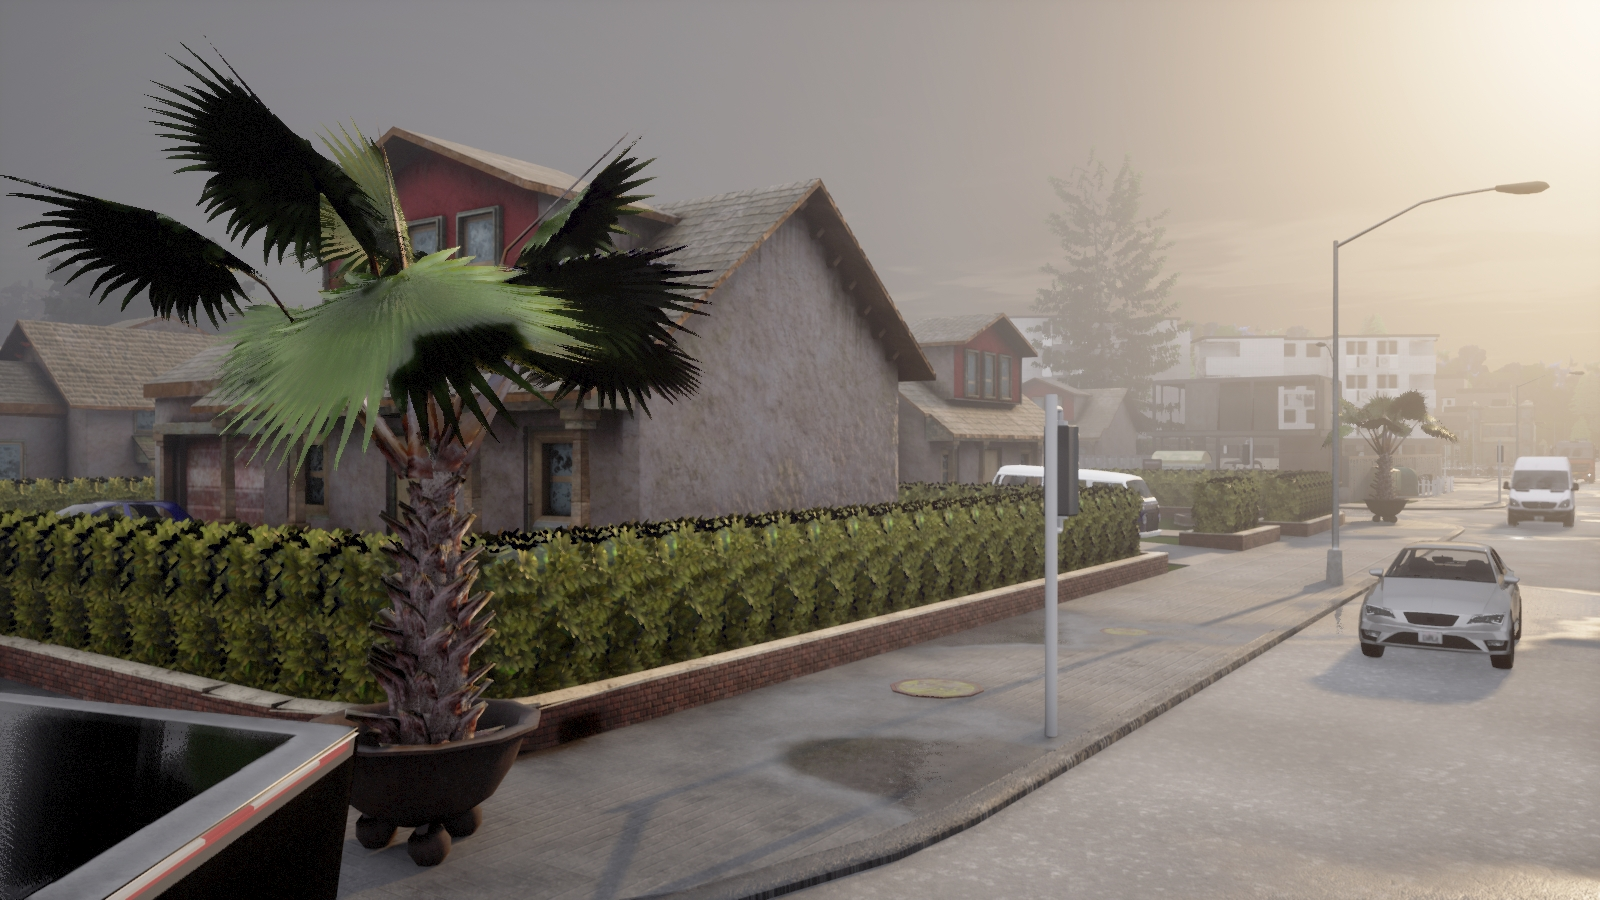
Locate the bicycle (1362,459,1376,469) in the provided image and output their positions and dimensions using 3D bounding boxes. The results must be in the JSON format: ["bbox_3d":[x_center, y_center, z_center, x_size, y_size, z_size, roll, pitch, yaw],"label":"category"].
[{"bbox_3d":[82.601,2.049,165.883,1.835,1.471,0.329,0,0,35],"label":"bicycle"}]

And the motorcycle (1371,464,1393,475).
[{"bbox_3d":[64.662,2.178,126.977,2.033,1.199,0.803,0,0,35],"label":"motorcycle"}]

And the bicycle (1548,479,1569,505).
[{"bbox_3d":[39.362,2.157,59.285,0.859,1.276,1.487,0,0,35],"label":"bicycle"}]

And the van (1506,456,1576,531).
[{"bbox_3d":[27.837,1.533,42.831,1.988,2.561,5.915,0,0,35],"label":"van"}]

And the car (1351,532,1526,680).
[{"bbox_3d":[9.117,2.064,16.144,1.816,1.474,4.193,0,0,34],"label":"car"}]

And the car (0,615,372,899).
[{"bbox_3d":[-4.935,1.751,3.602,6.274,2.098,2.390,0,0,-1],"label":"car"}]

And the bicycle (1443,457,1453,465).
[{"bbox_3d":[123.214,2.046,217.330,1.643,1.496,0.373,0,0,35],"label":"bicycle"}]
